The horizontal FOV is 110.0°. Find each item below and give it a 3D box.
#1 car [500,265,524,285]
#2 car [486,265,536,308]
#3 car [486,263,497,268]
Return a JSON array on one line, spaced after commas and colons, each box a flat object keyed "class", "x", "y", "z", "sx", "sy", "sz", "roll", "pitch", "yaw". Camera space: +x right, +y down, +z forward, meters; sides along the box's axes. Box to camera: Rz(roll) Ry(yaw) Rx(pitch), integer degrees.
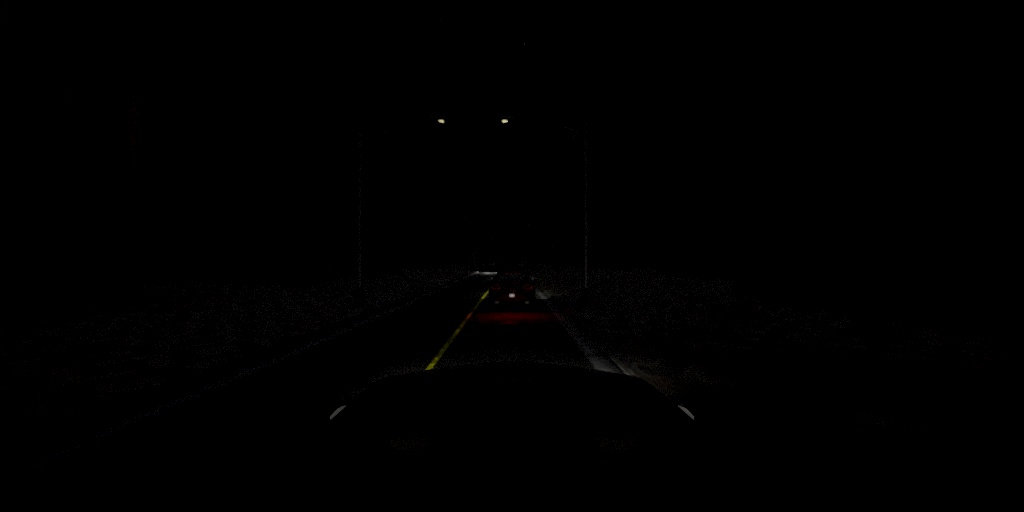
[{"class": "car", "x": 0.009, "y": 1.529, "z": 30.355, "sx": 1.837, "sy": 1.490, "sz": 4.892, "roll": 0, "pitch": 0, "yaw": 0}, {"class": "car", "x": 0.023, "y": 1.366, "z": 16.098, "sx": 1.882, "sy": 1.535, "sz": 5.008, "roll": 0, "pitch": 0, "yaw": 1}, {"class": "car", "x": -3.050, "y": 1.787, "z": 57.012, "sx": 1.812, "sy": 1.442, "sz": 4.674, "roll": 0, "pitch": -1, "yaw": 0}]
